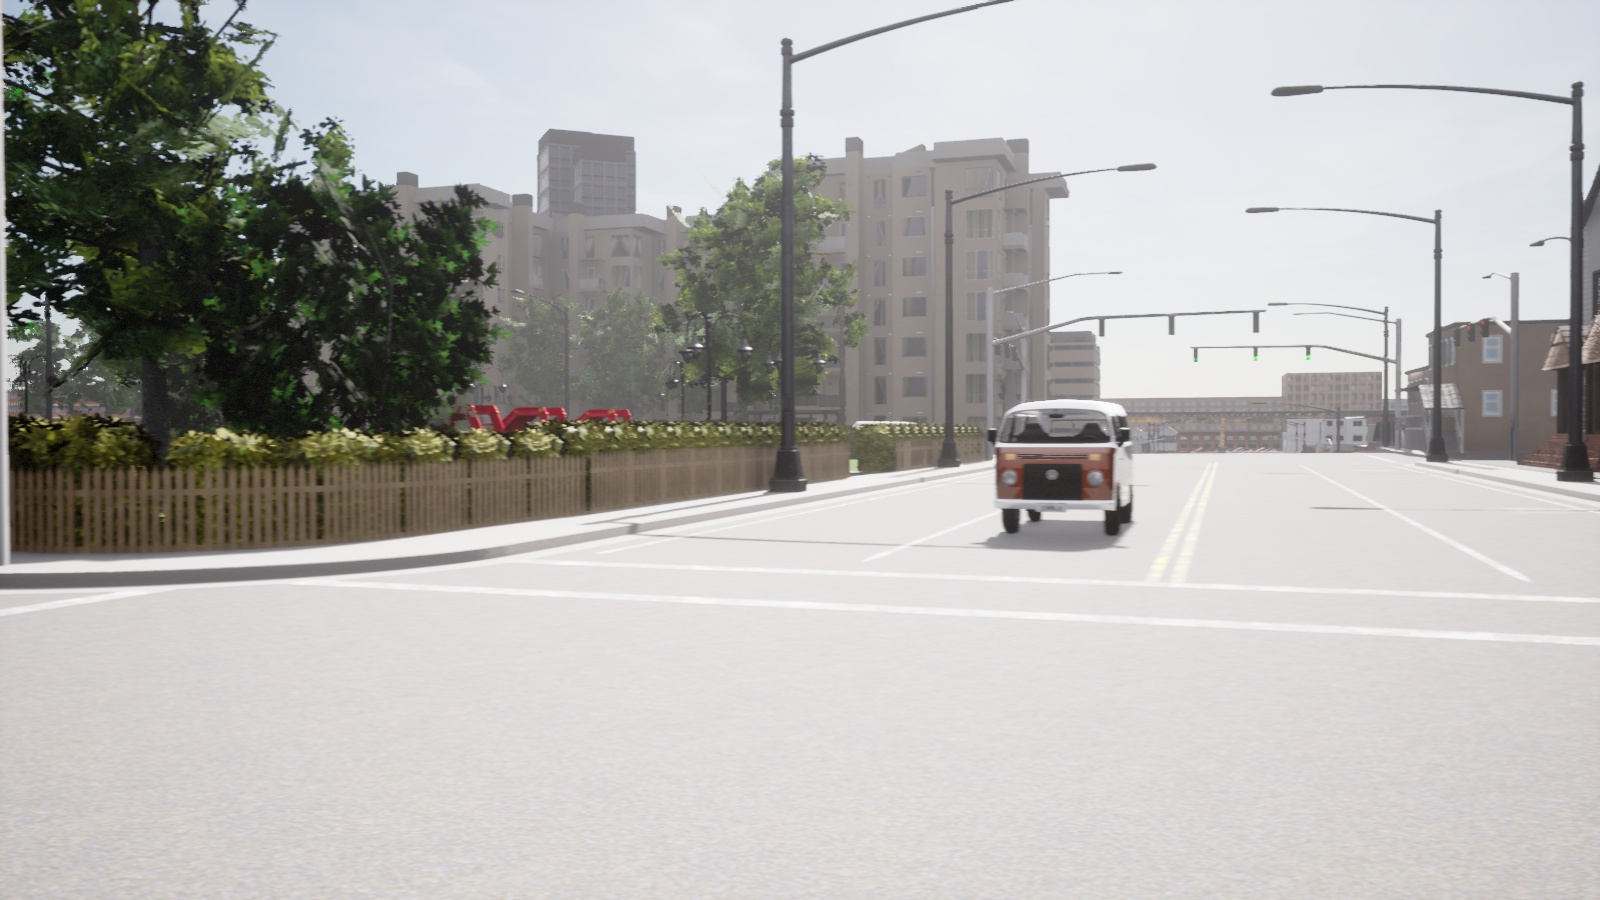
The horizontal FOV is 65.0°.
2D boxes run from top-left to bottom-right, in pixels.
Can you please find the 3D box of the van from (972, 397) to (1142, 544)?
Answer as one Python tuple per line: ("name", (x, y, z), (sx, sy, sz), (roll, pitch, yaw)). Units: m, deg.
("van", (4.187, 0.248, 19.851), (2.069, 2.038, 4.480), (1, 1, 19))
